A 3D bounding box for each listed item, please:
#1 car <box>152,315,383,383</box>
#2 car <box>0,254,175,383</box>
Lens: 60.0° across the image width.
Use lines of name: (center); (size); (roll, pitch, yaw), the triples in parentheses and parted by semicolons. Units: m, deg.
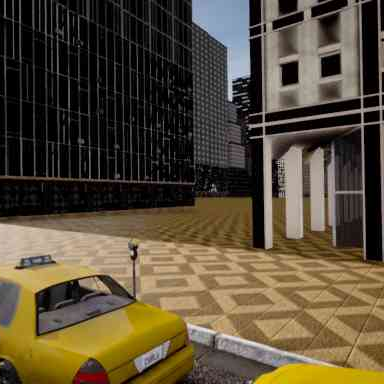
car: (2.247, 1.525, 1.290); (4.829, 1.417, 1.752); (0, -1, 35)
car: (-2.256, 1.527, 4.487); (4.829, 1.417, 1.752); (0, -1, 35)
